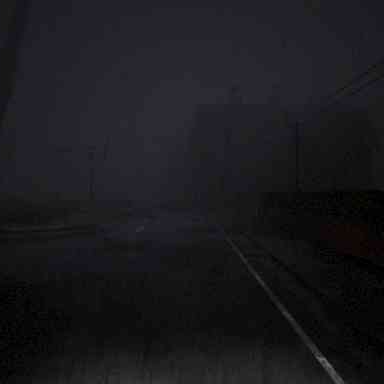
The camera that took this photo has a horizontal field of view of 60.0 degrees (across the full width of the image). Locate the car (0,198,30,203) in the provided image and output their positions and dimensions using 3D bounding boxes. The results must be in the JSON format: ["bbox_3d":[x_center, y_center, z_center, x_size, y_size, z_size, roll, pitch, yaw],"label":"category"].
[{"bbox_3d":[-26.917,1.657,49.531,5.357,1.411,2.033,0,0,0],"label":"car"}]

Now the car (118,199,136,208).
[{"bbox_3d":[-9.706,1.703,49.933,1.895,1.301,4.718,0,0,-2],"label":"car"}]
